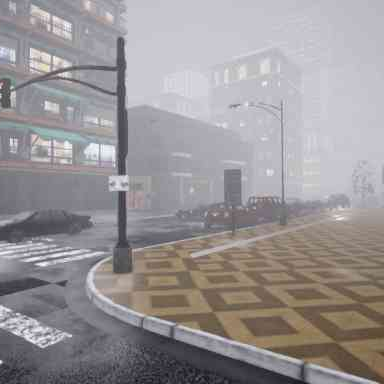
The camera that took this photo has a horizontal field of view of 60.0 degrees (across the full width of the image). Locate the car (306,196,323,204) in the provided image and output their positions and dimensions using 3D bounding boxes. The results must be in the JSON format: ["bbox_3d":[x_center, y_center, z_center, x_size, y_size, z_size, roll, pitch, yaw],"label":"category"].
[{"bbox_3d":[22.608,1.439,61.295,1.752,1.417,4.829,-1,0,36],"label":"car"}]

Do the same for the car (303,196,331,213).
[{"bbox_3d":[12.460,1.421,34.245,1.887,1.381,4.507,-1,0,36],"label":"car"}]

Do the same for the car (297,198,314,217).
[{"bbox_3d":[9.142,1.470,29.743,1.802,1.307,4.206,-1,0,36],"label":"car"}]

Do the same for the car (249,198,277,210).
[{"bbox_3d":[9.335,1.489,43.286,1.752,1.417,4.829,-1,0,36],"label":"car"}]

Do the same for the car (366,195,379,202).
[{"bbox_3d":[35.688,1.333,65.761,1.887,1.381,4.507,-1,0,36],"label":"car"}]

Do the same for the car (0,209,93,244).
[{"bbox_3d":[-7.363,1.543,16.097,2.033,1.411,5.357,-1,0,33],"label":"car"}]

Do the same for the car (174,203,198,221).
[{"bbox_3d":[0.651,1.572,27.349,1.895,1.301,4.718,-1,0,36],"label":"car"}]

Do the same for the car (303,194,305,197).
[{"bbox_3d":[13.054,1.403,44.098,1.882,1.535,5.008,-1,-1,37],"label":"car"}]

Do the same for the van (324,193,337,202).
[{"bbox_3d":[29.344,1.229,70.437,1.690,1.788,3.998,-1,0,36],"label":"van"}]

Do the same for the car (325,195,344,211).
[{"bbox_3d":[15.778,1.415,38.747,2.008,1.369,4.403,-1,0,36],"label":"car"}]

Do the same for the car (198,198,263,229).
[{"bbox_3d":[2.504,1.352,20.739,1.967,1.590,4.097,-1,0,36],"label":"car"}]

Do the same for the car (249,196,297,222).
[{"bbox_3d":[5.821,1.215,25.242,2.192,1.841,5.009,-1,0,36],"label":"car"}]

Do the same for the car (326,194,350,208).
[{"bbox_3d":[19.095,1.167,43.251,2.192,1.841,5.009,-1,0,36],"label":"car"}]
